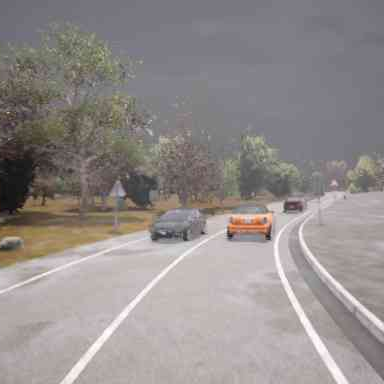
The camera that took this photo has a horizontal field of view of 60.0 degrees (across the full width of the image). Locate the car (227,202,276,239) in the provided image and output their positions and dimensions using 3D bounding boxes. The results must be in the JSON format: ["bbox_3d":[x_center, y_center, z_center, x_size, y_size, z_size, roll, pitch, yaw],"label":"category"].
[{"bbox_3d":[3.232,1.372,17.526,2.097,1.767,4.553,-1,0,17],"label":"car"}]

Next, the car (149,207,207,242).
[{"bbox_3d":[-0.558,1.589,17.021,1.837,1.490,4.892,-1,-1,17],"label":"car"}]

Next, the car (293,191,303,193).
[{"bbox_3d":[17.581,0.695,55.264,1.837,1.490,4.892,-2,1,27],"label":"car"}]

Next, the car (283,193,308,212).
[{"bbox_3d":[11.014,1.233,35.265,1.882,1.535,5.008,-2,1,27],"label":"car"}]
